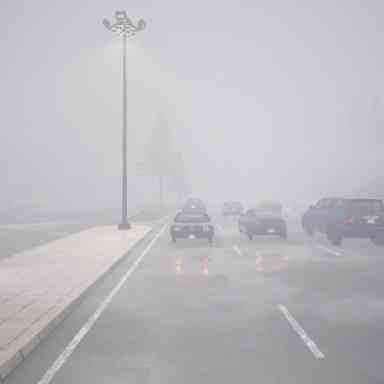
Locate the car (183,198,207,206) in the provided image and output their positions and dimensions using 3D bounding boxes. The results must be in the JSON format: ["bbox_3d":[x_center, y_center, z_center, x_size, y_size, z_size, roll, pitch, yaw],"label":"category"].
[{"bbox_3d":[0.341,1.351,31.462,2.097,1.767,4.553,0,0,5],"label":"car"}]

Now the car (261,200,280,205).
[{"bbox_3d":[7.435,1.477,32.032,1.882,1.535,5.008,0,0,6],"label":"car"}]

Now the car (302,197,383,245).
[{"bbox_3d":[7.008,1.225,15.686,2.150,2.045,5.566,0,0,0],"label":"car"}]

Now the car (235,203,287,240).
[{"bbox_3d":[3.522,1.525,17.026,1.812,1.442,4.674,0,0,0],"label":"car"}]

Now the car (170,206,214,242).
[{"bbox_3d":[0.015,1.601,16.367,1.895,1.301,4.718,0,0,0],"label":"car"}]

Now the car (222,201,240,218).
[{"bbox_3d":[3.726,1.548,30.456,2.033,1.411,5.357,0,0,4],"label":"car"}]
